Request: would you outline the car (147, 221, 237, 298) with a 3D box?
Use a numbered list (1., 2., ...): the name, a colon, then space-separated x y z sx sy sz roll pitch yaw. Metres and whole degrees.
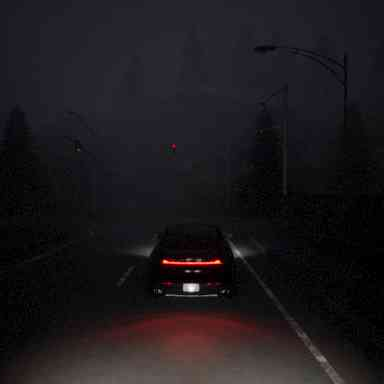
1. car: 0.025 1.504 8.514 1.837 1.490 4.892 0 0 1
